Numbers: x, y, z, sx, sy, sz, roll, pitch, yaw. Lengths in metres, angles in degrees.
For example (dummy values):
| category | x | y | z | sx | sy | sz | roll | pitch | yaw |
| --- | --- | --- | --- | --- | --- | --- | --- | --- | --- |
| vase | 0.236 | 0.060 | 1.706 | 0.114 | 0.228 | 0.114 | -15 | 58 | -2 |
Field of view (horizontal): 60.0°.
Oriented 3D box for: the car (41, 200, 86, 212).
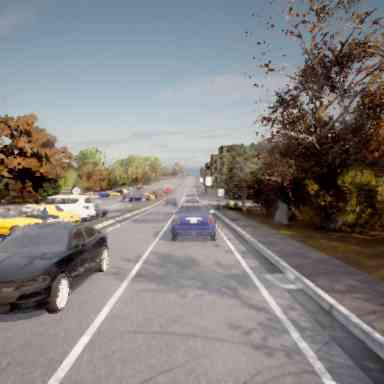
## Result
| category | x | y | z | sx | sy | sz | roll | pitch | yaw |
| --- | --- | --- | --- | --- | --- | --- | --- | --- | --- |
| car | -10.339 | 1.547 | 22.398 | 5.366 | 1.575 | 1.946 | 0 | 0 | 0 |

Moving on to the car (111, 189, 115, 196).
| category | x | y | z | sx | sy | sz | roll | pitch | yaw |
| --- | --- | --- | --- | --- | --- | --- | --- | --- | --- |
| car | -23.253 | 0.676 | 85.622 | 4.892 | 1.521 | 2.231 | 0 | 1 | 0 |

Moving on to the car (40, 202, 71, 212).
| category | x | y | z | sx | sy | sz | roll | pitch | yaw |
| --- | --- | --- | --- | --- | --- | --- | --- | --- | --- |
| car | -10.170 | 1.535 | 19.621 | 4.892 | 1.521 | 2.231 | 0 | 0 | 0 |

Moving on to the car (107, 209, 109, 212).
| category | x | y | z | sx | sy | sz | roll | pitch | yaw |
| --- | --- | --- | --- | --- | --- | --- | --- | --- | --- |
| car | -10.096 | 1.627 | 30.725 | 4.792 | 1.488 | 2.163 | 0 | 0 | 0 |

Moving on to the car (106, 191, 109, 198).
| category | x | y | z | sx | sy | sz | roll | pitch | yaw |
| --- | --- | --- | --- | --- | --- | --- | --- | --- | --- |
| car | -23.278 | 0.812 | 79.916 | 5.008 | 1.535 | 2.097 | 0 | 1 | 0 |

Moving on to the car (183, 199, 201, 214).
| category | x | y | z | sx | sy | sz | roll | pitch | yaw |
| --- | --- | --- | --- | --- | --- | --- | --- | --- | --- |
| car | -0.003 | 1.513 | 36.390 | 1.837 | 1.490 | 4.892 | 0 | 0 | 0 |

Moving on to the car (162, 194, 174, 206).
| category | x | y | z | sx | sy | sz | roll | pitch | yaw |
| --- | --- | --- | --- | --- | --- | --- | --- | --- | --- |
| car | -3.447 | 1.493 | 55.381 | 2.033 | 1.411 | 5.357 | 0 | 1 | 0 |

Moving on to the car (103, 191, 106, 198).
| category | x | y | z | sx | sy | sz | roll | pitch | yaw |
| --- | --- | --- | --- | --- | --- | --- | --- | --- | --- |
| car | -23.266 | 0.896 | 77.126 | 4.792 | 1.488 | 2.163 | 0 | 1 | 0 |

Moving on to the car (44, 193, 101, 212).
| category | x | y | z | sx | sy | sz | roll | pitch | yaw |
| --- | --- | --- | --- | --- | --- | --- | --- | --- | --- |
| car | -10.173 | 1.315 | 25.175 | 5.566 | 2.045 | 2.435 | 0 | 0 | 0 |

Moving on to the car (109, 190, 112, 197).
| category | x | y | z | sx | sy | sz | roll | pitch | yaw |
| --- | --- | --- | --- | --- | --- | --- | --- | --- | --- |
| car | -23.266 | 0.750 | 82.705 | 5.008 | 1.535 | 2.097 | 0 | 1 | 0 |

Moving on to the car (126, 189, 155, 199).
| category | x | y | z | sx | sy | sz | roll | pitch | yaw |
| --- | --- | --- | --- | --- | --- | --- | --- | --- | --- |
| car | -10.294 | 0.849 | 66.109 | 4.553 | 1.767 | 2.185 | 0 | 0 | 0 |

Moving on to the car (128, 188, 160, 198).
| category | x | y | z | sx | sy | sz | roll | pitch | yaw |
| --- | --- | --- | --- | --- | --- | --- | --- | --- | --- |
| car | -10.267 | 0.689 | 71.680 | 5.566 | 2.045 | 2.435 | 0 | 1 | 0 |

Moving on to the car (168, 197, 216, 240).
| category | x | y | z | sx | sy | sz | roll | pitch | yaw |
| --- | --- | --- | --- | --- | --- | --- | --- | --- | --- |
| car | 0.072 | 1.344 | 17.174 | 2.097 | 1.767 | 4.553 | 0 | 0 | 0 |

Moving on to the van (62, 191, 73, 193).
| category | x | y | z | sx | sy | sz | roll | pitch | yaw |
| --- | --- | --- | --- | --- | --- | --- | --- | --- | --- |
| van | -23.240 | 0.756 | 60.511 | 4.442 | 1.987 | 1.878 | 1 | 0 | 0 |

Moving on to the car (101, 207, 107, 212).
| category | x | y | z | sx | sy | sz | roll | pitch | yaw |
| --- | --- | --- | --- | --- | --- | --- | --- | --- | --- |
| car | -10.140 | 1.582 | 27.949 | 5.008 | 1.535 | 2.097 | 0 | 0 | 0 |

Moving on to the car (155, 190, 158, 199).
| category | x | y | z | sx | sy | sz | roll | pitch | yaw |
| --- | --- | --- | --- | --- | --- | --- | --- | --- | --- |
| car | -10.245 | 0.962 | 68.888 | 5.008 | 1.535 | 2.097 | 0 | 1 | 0 |

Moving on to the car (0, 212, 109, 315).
| category | x | y | z | sx | sy | sz | roll | pitch | yaw |
| --- | --- | --- | --- | --- | --- | --- | --- | --- | --- |
| car | -3.358 | 1.471 | 7.862 | 1.882 | 1.535 | 5.008 | 0 | 0 | 0 |

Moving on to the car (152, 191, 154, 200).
| category | x | y | z | sx | sy | sz | roll | pitch | yaw |
| --- | --- | --- | --- | --- | --- | --- | --- | --- | --- |
| car | -10.304 | 1.009 | 63.323 | 4.792 | 1.488 | 2.163 | 0 | 0 | 0 |

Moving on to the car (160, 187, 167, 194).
| category | x | y | z | sx | sy | sz | roll | pitch | yaw |
| --- | --- | --- | --- | --- | --- | --- | --- | --- | --- |
| car | -10.175 | 0.287 | 93.965 | 4.553 | 1.767 | 2.185 | 0 | 2 | 0 |

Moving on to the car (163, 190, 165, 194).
| category | x | y | z | sx | sy | sz | roll | pitch | yaw |
| --- | --- | --- | --- | --- | --- | --- | --- | --- | --- |
| car | -10.150 | 0.708 | 85.619 | 4.792 | 1.488 | 2.163 | 0 | 2 | 0 |

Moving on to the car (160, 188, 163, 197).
| category | x | y | z | sx | sy | sz | roll | pitch | yaw |
| --- | --- | --- | --- | --- | --- | --- | --- | --- | --- |
| car | -10.160 | 0.624 | 82.828 | 4.553 | 1.767 | 2.185 | 0 | 1 | 0 |

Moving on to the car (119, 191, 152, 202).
| category | x | y | z | sx | sy | sz | roll | pitch | yaw |
| --- | --- | --- | --- | --- | --- | --- | --- | --- | --- |
| car | -10.257 | 1.014 | 60.539 | 4.792 | 1.488 | 2.163 | 0 | 0 | 0 |

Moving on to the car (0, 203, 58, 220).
| category | x | y | z | sx | sy | sz | roll | pitch | yaw |
| --- | --- | --- | --- | --- | --- | --- | --- | --- | --- |
| car | -9.987 | 1.515 | 16.844 | 5.366 | 1.575 | 1.946 | 0 | 0 | 0 |

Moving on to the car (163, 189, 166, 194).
| category | x | y | z | sx | sy | sz | roll | pitch | yaw |
| --- | --- | --- | --- | --- | --- | --- | --- | --- | --- |
| car | -10.196 | 0.628 | 88.405 | 4.792 | 1.488 | 2.163 | 0 | 2 | 0 |

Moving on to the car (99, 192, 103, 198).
| category | x | y | z | sx | sy | sz | roll | pitch | yaw |
| --- | --- | --- | --- | --- | --- | --- | --- | --- | --- |
| car | -23.492 | 0.902 | 74.471 | 5.366 | 1.575 | 1.946 | 0 | 1 | 0 |
